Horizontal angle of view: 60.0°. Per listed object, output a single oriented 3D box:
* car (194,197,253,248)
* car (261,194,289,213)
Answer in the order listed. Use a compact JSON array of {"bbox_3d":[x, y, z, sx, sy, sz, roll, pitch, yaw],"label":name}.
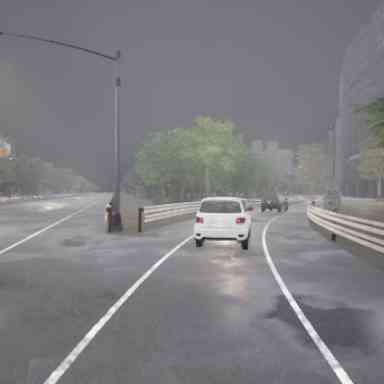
[{"bbox_3d":[1.536,1.234,15.069,2.150,2.045,5.566,0,0,11],"label":"car"},{"bbox_3d":[9.582,1.262,38.281,2.150,2.045,5.566,0,0,28],"label":"car"}]
